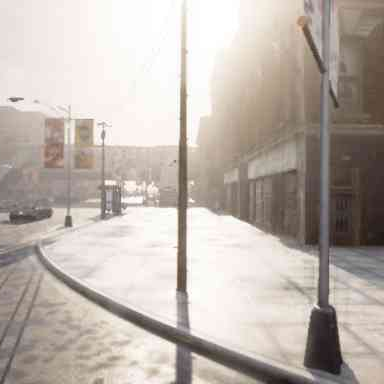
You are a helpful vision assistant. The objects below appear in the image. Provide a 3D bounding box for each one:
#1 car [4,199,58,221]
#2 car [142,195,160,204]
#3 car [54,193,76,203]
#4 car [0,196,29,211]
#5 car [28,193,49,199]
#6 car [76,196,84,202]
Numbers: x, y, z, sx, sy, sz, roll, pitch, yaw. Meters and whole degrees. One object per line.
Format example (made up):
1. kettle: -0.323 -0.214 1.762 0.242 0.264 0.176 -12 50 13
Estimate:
1. car: -12.748 1.536 26.676 1.994 1.385 4.181 1 0 -2
2. car: -11.024 1.690 89.674 2.231 1.521 4.892 1 0 9
3. car: -27.357 1.211 70.744 2.435 2.045 5.566 1 0 -1
4. car: -20.244 1.497 36.666 1.994 1.385 4.181 1 0 -1
5. car: -23.907 1.171 50.914 2.150 2.045 5.566 1 0 -1
6. car: -27.543 1.602 78.137 1.895 1.301 4.718 1 0 -1
